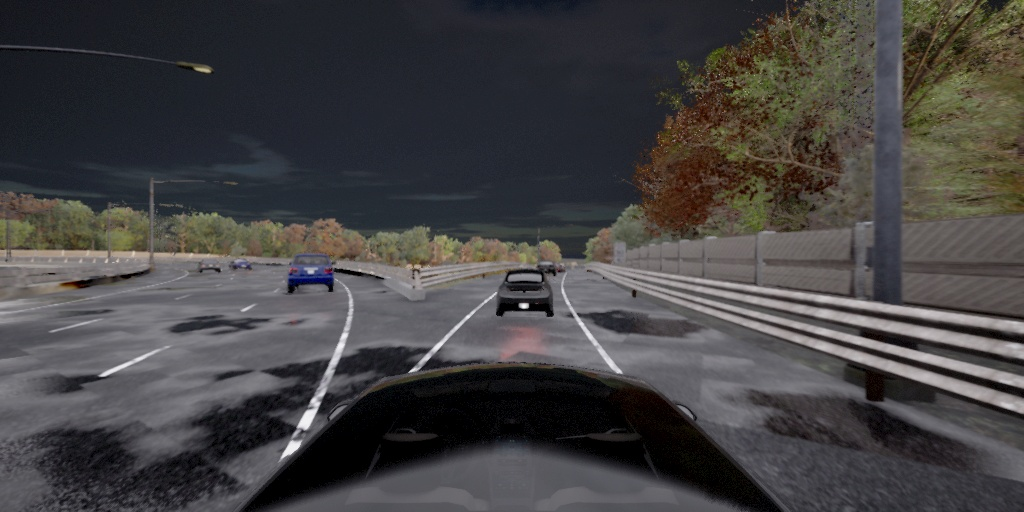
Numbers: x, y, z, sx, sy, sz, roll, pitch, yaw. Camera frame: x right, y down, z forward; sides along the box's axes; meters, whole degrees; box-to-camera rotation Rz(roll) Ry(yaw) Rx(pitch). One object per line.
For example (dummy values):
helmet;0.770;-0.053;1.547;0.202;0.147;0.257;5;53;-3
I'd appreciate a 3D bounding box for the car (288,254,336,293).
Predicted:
car;-11.429;0.890;20.588;2.150;2.045;5.566;0;0;-27

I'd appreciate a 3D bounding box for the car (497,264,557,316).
car;0.524;1.229;13.192;1.837;1.490;4.892;0;0;4

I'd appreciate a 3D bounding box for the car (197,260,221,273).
car;-34.198;1.098;40.489;2.033;1.411;5.357;0;0;-43

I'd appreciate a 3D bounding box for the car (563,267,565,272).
car;6.862;1.838;56.108;2.033;1.411;5.357;0;-3;10

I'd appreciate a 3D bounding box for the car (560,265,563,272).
car;5.409;1.511;47.444;1.994;1.385;4.181;0;-2;9

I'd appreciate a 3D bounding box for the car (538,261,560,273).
car;3.483;1.191;35.836;1.882;1.535;5.008;0;-1;9

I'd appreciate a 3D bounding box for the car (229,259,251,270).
car;-35.150;1.059;46.369;4.674;1.442;1.812;0;0;45
